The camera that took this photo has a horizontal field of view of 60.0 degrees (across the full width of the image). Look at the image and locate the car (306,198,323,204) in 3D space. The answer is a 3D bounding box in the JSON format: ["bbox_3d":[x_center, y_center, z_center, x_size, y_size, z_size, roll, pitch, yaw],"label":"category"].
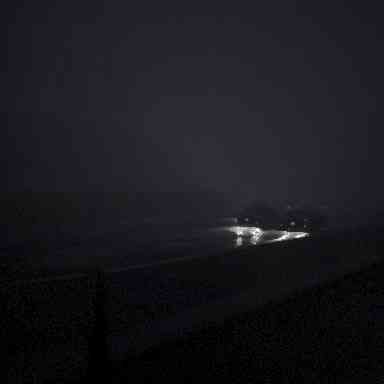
[{"bbox_3d":[21.973,1.836,59.669,1.882,1.535,5.008,0,0,5],"label":"car"}]

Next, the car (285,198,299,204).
[{"bbox_3d":[18.589,1.884,62.083,1.812,1.442,4.674,0,0,3],"label":"car"}]

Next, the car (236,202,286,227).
[{"bbox_3d":[4.898,1.701,24.042,1.994,1.385,4.181,0,0,37],"label":"car"}]

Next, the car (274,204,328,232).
[{"bbox_3d":[7.202,1.692,21.326,1.994,1.385,4.181,0,0,38],"label":"car"}]

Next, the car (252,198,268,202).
[{"bbox_3d":[6.629,1.692,32.822,1.837,1.490,4.892,0,0,29],"label":"car"}]
